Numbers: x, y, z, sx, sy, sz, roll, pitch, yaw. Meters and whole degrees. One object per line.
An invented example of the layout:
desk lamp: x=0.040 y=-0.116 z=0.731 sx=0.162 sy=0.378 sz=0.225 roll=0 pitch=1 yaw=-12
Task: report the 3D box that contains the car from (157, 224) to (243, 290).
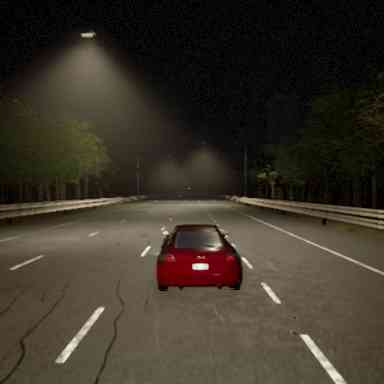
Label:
car: x=0.130 y=1.558 z=9.094 sx=1.994 sy=1.385 sz=4.181 roll=0 pitch=0 yaw=-2
